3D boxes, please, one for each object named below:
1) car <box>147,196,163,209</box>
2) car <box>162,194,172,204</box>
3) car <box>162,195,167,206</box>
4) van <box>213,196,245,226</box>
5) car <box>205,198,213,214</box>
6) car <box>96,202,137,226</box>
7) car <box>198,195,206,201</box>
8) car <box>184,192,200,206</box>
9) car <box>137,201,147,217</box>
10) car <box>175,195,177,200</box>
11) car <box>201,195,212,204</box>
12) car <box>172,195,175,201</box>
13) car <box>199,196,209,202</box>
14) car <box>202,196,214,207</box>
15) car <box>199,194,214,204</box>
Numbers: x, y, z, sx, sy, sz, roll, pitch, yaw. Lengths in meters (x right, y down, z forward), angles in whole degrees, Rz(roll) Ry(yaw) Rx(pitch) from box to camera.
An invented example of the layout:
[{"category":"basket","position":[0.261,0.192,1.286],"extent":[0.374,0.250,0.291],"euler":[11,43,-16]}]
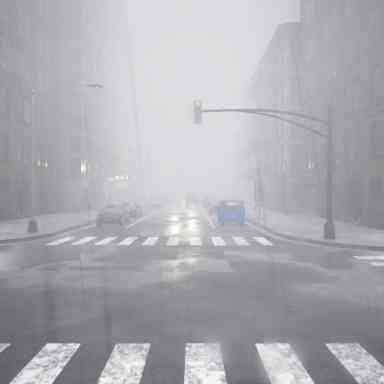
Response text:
[{"category":"car","position":[-5.377,1.519,45.697],"extent":[1.752,1.417,4.829],"euler":[0,0,0]},{"category":"car","position":[-5.373,1.547,62.912],"extent":[1.947,1.339,4.313],"euler":[0,0,0]},{"category":"car","position":[-5.375,1.556,51.549],"extent":[1.947,1.339,4.313],"euler":[0,0,0]},{"category":"van","position":[2.642,1.340,23.146],"extent":[1.690,1.788,3.998],"euler":[0,0,0]},{"category":"car","position":[2.645,1.580,34.508],"extent":[1.802,1.307,4.206],"euler":[0,0,0]},{"category":"car","position":[-5.383,1.549,23.139],"extent":[2.008,1.369,4.403],"euler":[0,0,0]},{"category":"car","position":[2.658,1.530,85.640],"extent":[1.947,1.339,4.313],"euler":[0,0,0]},{"category":"car","position":[0.117,1.208,56.463],"extent":[2.150,2.045,5.566],"euler":[0,0,0]},{"category":"car","position":[-5.381,1.543,28.821],"extent":[1.887,1.381,4.507],"euler":[0,0,0]},{"category":"car","position":[-5.369,1.409,79.958],"extent":[1.967,1.590,4.097],"euler":[0,0,0]},{"category":"car","position":[2.652,1.422,62.915],"extent":[1.967,1.590,4.097],"euler":[0,0,0]},{"category":"car","position":[-5.371,1.292,68.594],"extent":[2.192,1.841,5.009],"euler":[0,0,0]},{"category":"car","position":[2.655,1.524,74.278],"extent":[2.008,1.369,4.403],"euler":[0,0,0]},{"category":"car","position":[2.648,1.576,45.871],"extent":[1.802,1.307,4.206],"euler":[0,0,0]},{"category":"car","position":[2.650,1.305,51.553],"extent":[2.192,1.841,5.009],"euler":[0,0,0]}]
